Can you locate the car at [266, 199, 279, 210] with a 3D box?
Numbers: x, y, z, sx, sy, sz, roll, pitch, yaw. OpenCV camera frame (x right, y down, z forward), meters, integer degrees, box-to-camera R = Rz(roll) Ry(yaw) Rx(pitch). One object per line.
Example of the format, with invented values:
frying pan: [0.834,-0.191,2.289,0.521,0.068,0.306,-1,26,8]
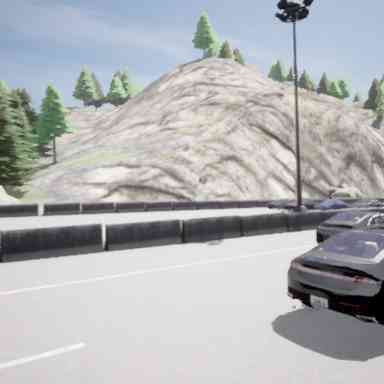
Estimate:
car: [11.368,1.549,42.086,4.181,1.385,1.994,0,0,-35]

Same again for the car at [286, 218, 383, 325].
car: [3.969,1.493,6.589,4.902,1.511,2.128,0,0,-35]

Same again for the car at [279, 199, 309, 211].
car: [13.081,1.537,39.018,5.357,1.411,2.033,0,0,-35]

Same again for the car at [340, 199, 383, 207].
car: [17.584,1.489,33.626,4.902,1.511,2.128,0,0,-35]

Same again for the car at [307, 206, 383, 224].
car: [6.814,1.490,12.882,4.902,1.511,2.128,0,0,-35]

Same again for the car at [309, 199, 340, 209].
car: [15.265,1.519,36.273,4.674,1.442,1.812,0,0,-35]
